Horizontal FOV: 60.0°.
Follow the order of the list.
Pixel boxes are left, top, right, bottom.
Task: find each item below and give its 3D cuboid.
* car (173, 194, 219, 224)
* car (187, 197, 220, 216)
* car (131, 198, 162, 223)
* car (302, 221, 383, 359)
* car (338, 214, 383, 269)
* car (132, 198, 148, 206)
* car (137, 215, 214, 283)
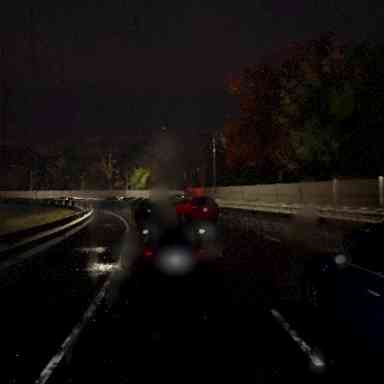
[{"bbox_3d":[0.275,1.322,25.668,2.150,2.045,5.566,0,0,-14],"label":"car"},{"bbox_3d":[1.093,1.485,34.965,2.097,1.767,4.553,0,0,-18],"label":"car"},{"bbox_3d":[-3.785,1.479,27.258,2.097,1.767,4.553,0,0,-15],"label":"car"},{"bbox_3d":[3.311,1.356,4.878,2.097,1.767,4.553,0,0,-2],"label":"car"},{"bbox_3d":[6.477,1.533,10.038,1.812,1.442,4.674,0,0,-4],"label":"car"},{"bbox_3d":[-9.681,1.858,61.865,1.994,1.385,4.181,0,0,-21],"label":"car"},{"bbox_3d":[-0.530,1.606,9.889,1.994,1.385,4.181,0,0,-4],"label":"car"}]
